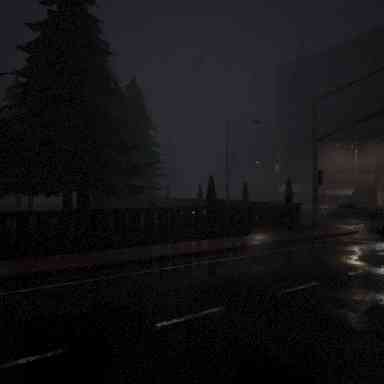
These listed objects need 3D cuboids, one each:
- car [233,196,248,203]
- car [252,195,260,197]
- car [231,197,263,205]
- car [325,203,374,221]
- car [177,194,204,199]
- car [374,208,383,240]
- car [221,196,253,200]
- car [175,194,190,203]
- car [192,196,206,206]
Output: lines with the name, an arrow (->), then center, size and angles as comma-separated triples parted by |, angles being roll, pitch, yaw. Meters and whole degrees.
car -> 10.063, 1.492, 68.486 | 2.033, 1.411, 5.357 | 0, 0, 20
car -> 14.852, 1.469, 77.601 | 1.812, 1.442, 4.674 | 0, 0, 40
car -> 6.039, 1.471, 30.771 | 1.812, 1.442, 4.674 | 0, 0, -32
car -> 13.260, 1.545, 26.523 | 1.895, 1.301, 4.718 | 0, 0, -39
car -> -0.489, 1.435, 43.789 | 2.128, 1.511, 4.902 | 0, 0, -16
car -> 10.331, 1.526, 16.395 | 1.812, 1.442, 4.674 | 1, 1, 25
car -> 4.781, 1.422, 39.880 | 1.882, 1.535, 5.008 | 0, 0, -25
car -> -1.794, 1.296, 65.704 | 2.097, 1.767, 4.553 | 0, 0, 11
car -> 1.092, 1.422, 53.224 | 1.882, 1.535, 5.008 | 0, 0, -4
